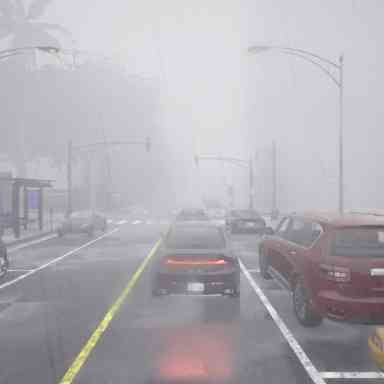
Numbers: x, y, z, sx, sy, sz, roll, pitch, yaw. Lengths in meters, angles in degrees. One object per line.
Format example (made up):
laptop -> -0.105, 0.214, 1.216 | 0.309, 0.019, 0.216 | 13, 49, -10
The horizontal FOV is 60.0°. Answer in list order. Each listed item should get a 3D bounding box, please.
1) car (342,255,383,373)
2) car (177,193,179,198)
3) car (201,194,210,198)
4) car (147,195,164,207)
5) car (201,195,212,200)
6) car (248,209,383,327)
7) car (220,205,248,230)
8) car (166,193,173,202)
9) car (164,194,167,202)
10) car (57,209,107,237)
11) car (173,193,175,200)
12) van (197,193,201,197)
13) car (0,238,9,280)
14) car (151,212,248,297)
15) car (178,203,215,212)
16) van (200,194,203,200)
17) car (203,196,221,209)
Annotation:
car -> 2.762, 1.525, 1.705 | 1.752, 1.417, 4.829 | 0, 0, 0
car -> -5.654, 1.233, 93.061 | 2.192, 1.841, 5.009 | 0, 0, 0
car -> 2.827, 1.496, 55.259 | 1.752, 1.417, 4.829 | 0, 0, 0
car -> -5.706, 1.525, 49.698 | 2.008, 1.369, 4.403 | 0, 0, 0
car -> 2.820, 1.541, 49.668 | 1.947, 1.339, 4.313 | 0, 0, 0
car -> 2.767, 1.314, 6.960 | 2.192, 1.841, 5.009 | 0, 0, 0
car -> 2.781, 1.561, 17.811 | 1.947, 1.339, 4.313 | 0, 0, 0
car -> -5.680, 1.392, 71.379 | 1.967, 1.590, 4.097 | 0, 0, 0
car -> -5.699, 1.410, 55.118 | 1.967, 1.590, 4.097 | 0, 0, 0
car -> -5.744, 1.577, 17.839 | 1.802, 1.307, 4.206 | 0, 0, 0
car -> -5.674, 1.259, 76.800 | 2.192, 1.841, 5.009 | 0, 0, 0
van -> 2.859, 1.277, 82.190 | 1.690, 1.788, 3.998 | 0, 0, 0
car -> -5.758, 1.439, 6.987 | 1.967, 1.590, 4.097 | 0, 0, 0
car -> 0.086, 1.503, 8.542 | 1.837, 1.490, 4.892 | 0, 0, 0
car -> 0.024, 1.559, 18.571 | 1.994, 1.385, 4.181 | 0, 0, 0
van -> 2.832, 1.306, 60.509 | 1.690, 1.788, 3.998 | 0, 0, 0
car -> 2.813, 1.545, 44.248 | 1.947, 1.339, 4.313 | 0, 0, 0
